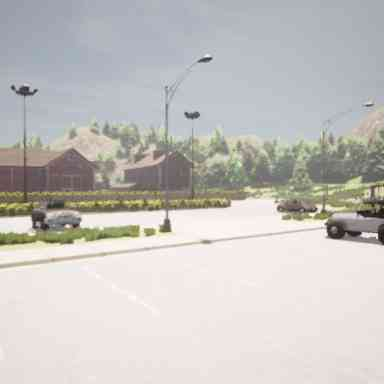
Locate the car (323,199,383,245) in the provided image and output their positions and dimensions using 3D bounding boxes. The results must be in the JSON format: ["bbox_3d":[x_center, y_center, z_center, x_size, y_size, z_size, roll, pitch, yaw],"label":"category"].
[{"bbox_3d":[7.937,1.212,14.539,1.905,1.878,3.866,0,0,-35],"label":"car"}]

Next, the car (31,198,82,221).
[{"bbox_3d":[-8.028,1.278,19.503,1.932,1.855,4.605,0,0,-35],"label":"car"}]

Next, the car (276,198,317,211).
[{"bbox_3d":[10.245,1.334,32.600,1.784,1.438,3.905,0,0,-35],"label":"car"}]
